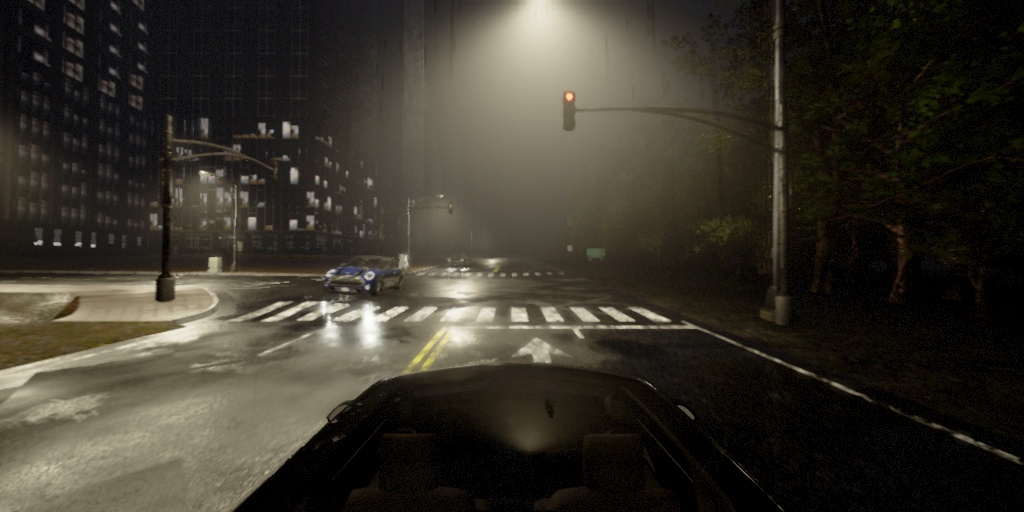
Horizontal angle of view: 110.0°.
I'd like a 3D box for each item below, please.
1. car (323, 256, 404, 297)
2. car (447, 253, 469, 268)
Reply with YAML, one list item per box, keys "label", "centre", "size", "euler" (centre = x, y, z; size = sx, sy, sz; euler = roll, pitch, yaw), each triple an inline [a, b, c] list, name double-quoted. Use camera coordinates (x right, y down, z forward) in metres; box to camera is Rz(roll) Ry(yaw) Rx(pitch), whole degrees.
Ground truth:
- label: "car"
  centre: [-6.455, 0.778, 16.195]
  size: [2.097, 1.767, 4.553]
  euler: [4, -2, 0]
- label: "car"
  centre: [-6.517, 0.436, 43.384]
  size: [2.097, 1.767, 4.553]
  euler: [0, 0, 0]
